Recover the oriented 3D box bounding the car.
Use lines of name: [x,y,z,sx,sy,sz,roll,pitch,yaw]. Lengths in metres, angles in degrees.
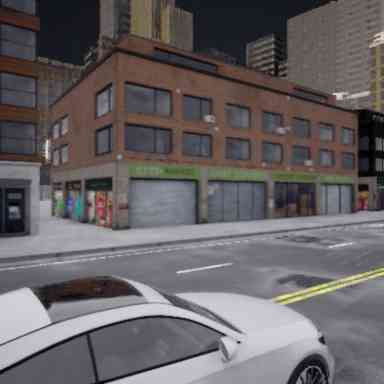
car: [-0.683,1.526,2.953,4.674,1.442,1.812,0,0,-36]
